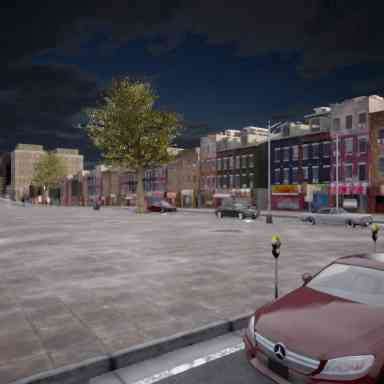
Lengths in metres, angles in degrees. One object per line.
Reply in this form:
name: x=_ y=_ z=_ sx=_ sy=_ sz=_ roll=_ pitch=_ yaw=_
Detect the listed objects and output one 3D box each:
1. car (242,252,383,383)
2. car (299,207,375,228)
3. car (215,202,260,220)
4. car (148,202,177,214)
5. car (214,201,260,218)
car: x=2.595 y=1.582 z=4.653 sx=4.206 sy=1.307 sz=1.802 roll=0 pitch=0 yaw=-35
car: x=9.890 y=1.730 z=22.972 sx=1.895 sy=1.301 sz=4.718 roll=0 pitch=-1 yaw=-36
car: x=4.135 y=1.757 z=31.009 sx=1.837 sy=1.490 sz=4.892 roll=0 pitch=-1 yaw=-36
car: x=-3.744 y=1.946 z=42.023 sx=1.882 sy=1.535 sz=5.008 roll=0 pitch=-1 yaw=-35
car: x=4.673 y=1.788 z=35.296 sx=2.128 sy=1.511 sz=4.902 roll=0 pitch=-1 yaw=-35
